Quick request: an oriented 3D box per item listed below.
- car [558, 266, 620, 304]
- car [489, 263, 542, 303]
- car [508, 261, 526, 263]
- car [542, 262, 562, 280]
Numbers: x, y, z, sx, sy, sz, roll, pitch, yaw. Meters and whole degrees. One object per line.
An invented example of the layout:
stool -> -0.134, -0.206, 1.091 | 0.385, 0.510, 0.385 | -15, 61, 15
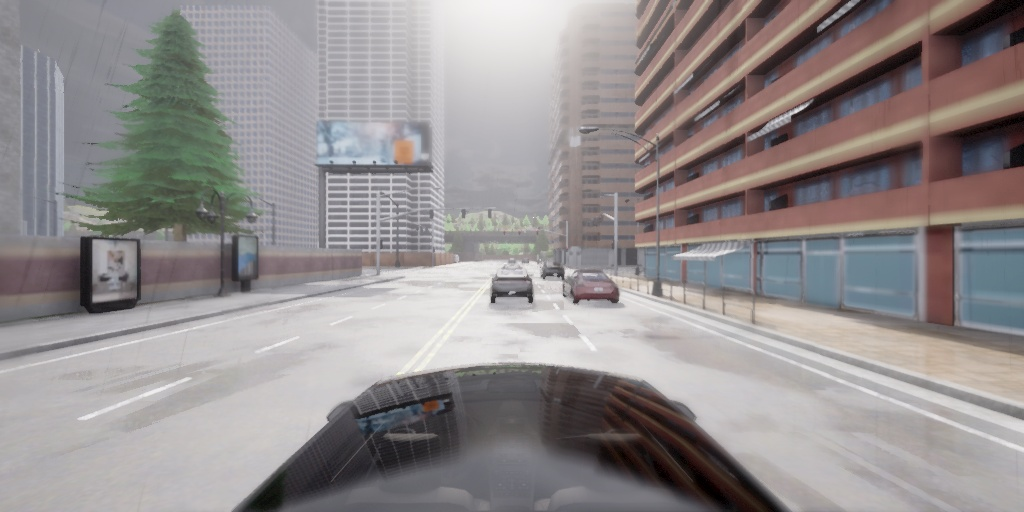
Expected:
car -> 3.500, 1.321, 16.500 | 1.994, 1.385, 4.181 | 0, 0, 0
car -> 0.000, 1.243, 16.500 | 2.128, 1.511, 4.902 | 0, 0, 0
car -> 0.000, 1.365, 31.530 | 1.895, 1.301, 4.718 | 0, 0, 0
car -> 3.500, 1.265, 31.500 | 1.837, 1.490, 4.892 | 0, 0, 0
